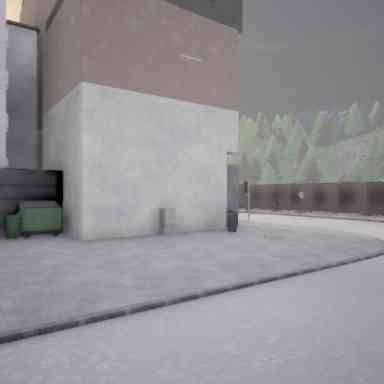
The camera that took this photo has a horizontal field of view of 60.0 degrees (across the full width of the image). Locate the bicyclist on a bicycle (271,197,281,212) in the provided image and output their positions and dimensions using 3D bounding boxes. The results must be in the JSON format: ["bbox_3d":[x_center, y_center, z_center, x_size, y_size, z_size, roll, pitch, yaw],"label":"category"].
[{"bbox_3d":[8.998,1.354,35.718,1.656,1.620,0.582,0,0,-35],"label":"bicyclist on a bicycle"}]
